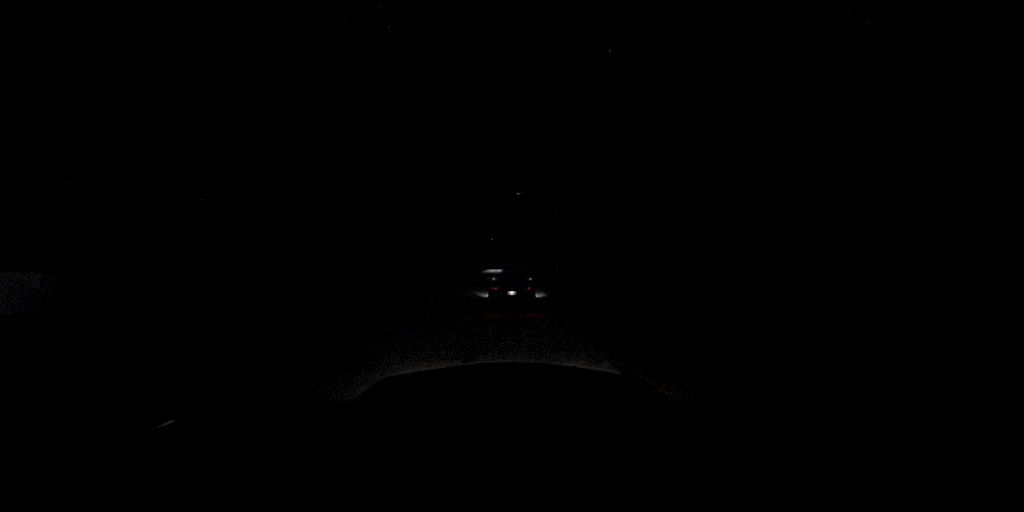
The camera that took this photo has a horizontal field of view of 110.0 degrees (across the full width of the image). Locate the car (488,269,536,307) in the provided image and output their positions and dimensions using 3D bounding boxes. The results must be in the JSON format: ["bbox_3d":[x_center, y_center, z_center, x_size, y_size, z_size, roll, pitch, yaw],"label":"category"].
[{"bbox_3d":[0.000,1.446,16.193,1.994,1.385,4.181,0,0,0],"label":"car"}]

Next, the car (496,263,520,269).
[{"bbox_3d":[-0.005,1.558,30.852,2.033,1.411,5.357,0,0,0],"label":"car"}]
